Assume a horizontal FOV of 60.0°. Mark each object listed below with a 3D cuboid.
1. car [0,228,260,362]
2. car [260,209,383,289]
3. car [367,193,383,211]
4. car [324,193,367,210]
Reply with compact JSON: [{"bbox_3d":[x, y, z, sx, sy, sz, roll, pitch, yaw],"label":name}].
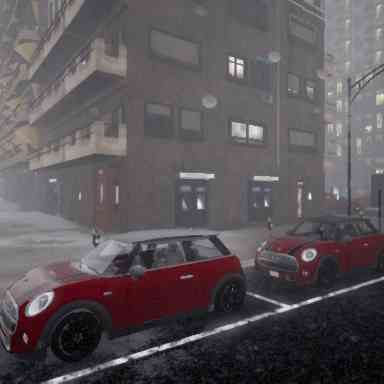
[{"bbox_3d":[-1.025,1.439,5.827,4.097,1.590,1.967,0,0,-36],"label":"car"},{"bbox_3d":[3.601,1.440,9.127,4.097,1.590,1.967,0,0,-35],"label":"car"},{"bbox_3d":[19.220,1.032,35.013,2.192,1.841,5.009,1,0,-36],"label":"car"},{"bbox_3d":[12.477,1.011,30.038,2.192,1.841,5.009,2,0,-36],"label":"car"}]
